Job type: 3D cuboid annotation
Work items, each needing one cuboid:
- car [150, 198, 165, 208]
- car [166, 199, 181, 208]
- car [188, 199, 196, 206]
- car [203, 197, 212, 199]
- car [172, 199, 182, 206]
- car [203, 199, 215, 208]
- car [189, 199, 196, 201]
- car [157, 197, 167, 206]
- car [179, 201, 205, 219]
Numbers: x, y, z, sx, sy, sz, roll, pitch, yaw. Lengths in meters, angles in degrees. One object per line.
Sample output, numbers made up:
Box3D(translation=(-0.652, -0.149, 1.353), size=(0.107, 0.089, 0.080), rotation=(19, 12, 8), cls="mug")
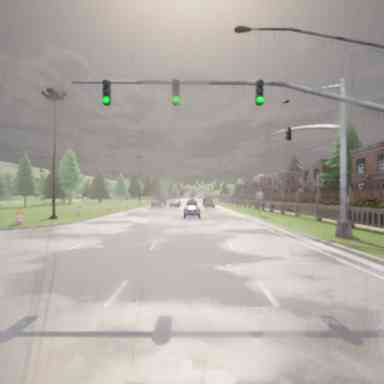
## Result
Box3D(translation=(-6.983, 2.404, 65.986), size=(1.812, 1.442, 4.674), rotation=(0, -1, 0), cls="car")
Box3D(translation=(-3.483, 2.442, 65.984), size=(1.994, 1.385, 4.181), rotation=(0, -1, 0), cls="car")
Box3D(translation=(0.020, 2.343, 75.989), size=(1.837, 1.490, 4.892), rotation=(0, -1, 0), cls="car")
Box3D(translation=(3.520, 2.069, 76.022), size=(2.150, 2.045, 5.566), rotation=(0, -1, 0), cls="car")
Box3D(translation=(-3.480, 2.383, 75.989), size=(2.033, 1.411, 5.357), rotation=(0, -1, 0), cls="car")
Box3D(translation=(3.517, 2.479, 66.012), size=(1.895, 1.301, 4.718), rotation=(0, -1, 0), cls="car")
Box3D(translation=(0.017, 2.230, 65.956), size=(2.097, 1.767, 4.553), rotation=(0, -1, 0), cls="car")
Box3D(translation=(-6.980, 2.069, 76.024), size=(2.150, 2.045, 5.566), rotation=(0, -1, 0), cls="car")
Box3D(translation=(0.009, 2.014, 34.957), size=(2.033, 1.411, 5.357), rotation=(0, -1, 0), cls="car")
